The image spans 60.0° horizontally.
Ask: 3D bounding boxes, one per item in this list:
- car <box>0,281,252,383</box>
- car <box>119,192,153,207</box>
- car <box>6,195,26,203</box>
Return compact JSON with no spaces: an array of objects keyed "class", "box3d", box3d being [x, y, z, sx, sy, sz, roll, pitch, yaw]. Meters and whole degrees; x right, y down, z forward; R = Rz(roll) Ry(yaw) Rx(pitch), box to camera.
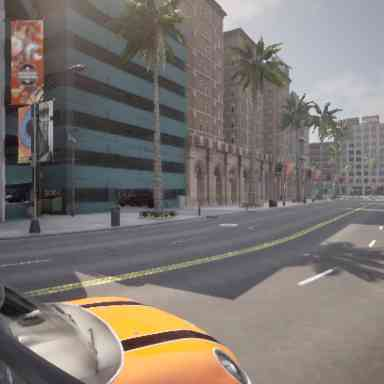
[{"class":"car","box3d":[-1.673,1.344,2.085,4.553,1.767,2.097,0,0,-36]},{"class":"car","box3d":[-7.688,0.977,46.315,2.435,2.045,5.566,0,0,32]},{"class":"car","box3d":[-33.416,1.331,61.943,2.161,1.482,4.786,0,0,32]}]
